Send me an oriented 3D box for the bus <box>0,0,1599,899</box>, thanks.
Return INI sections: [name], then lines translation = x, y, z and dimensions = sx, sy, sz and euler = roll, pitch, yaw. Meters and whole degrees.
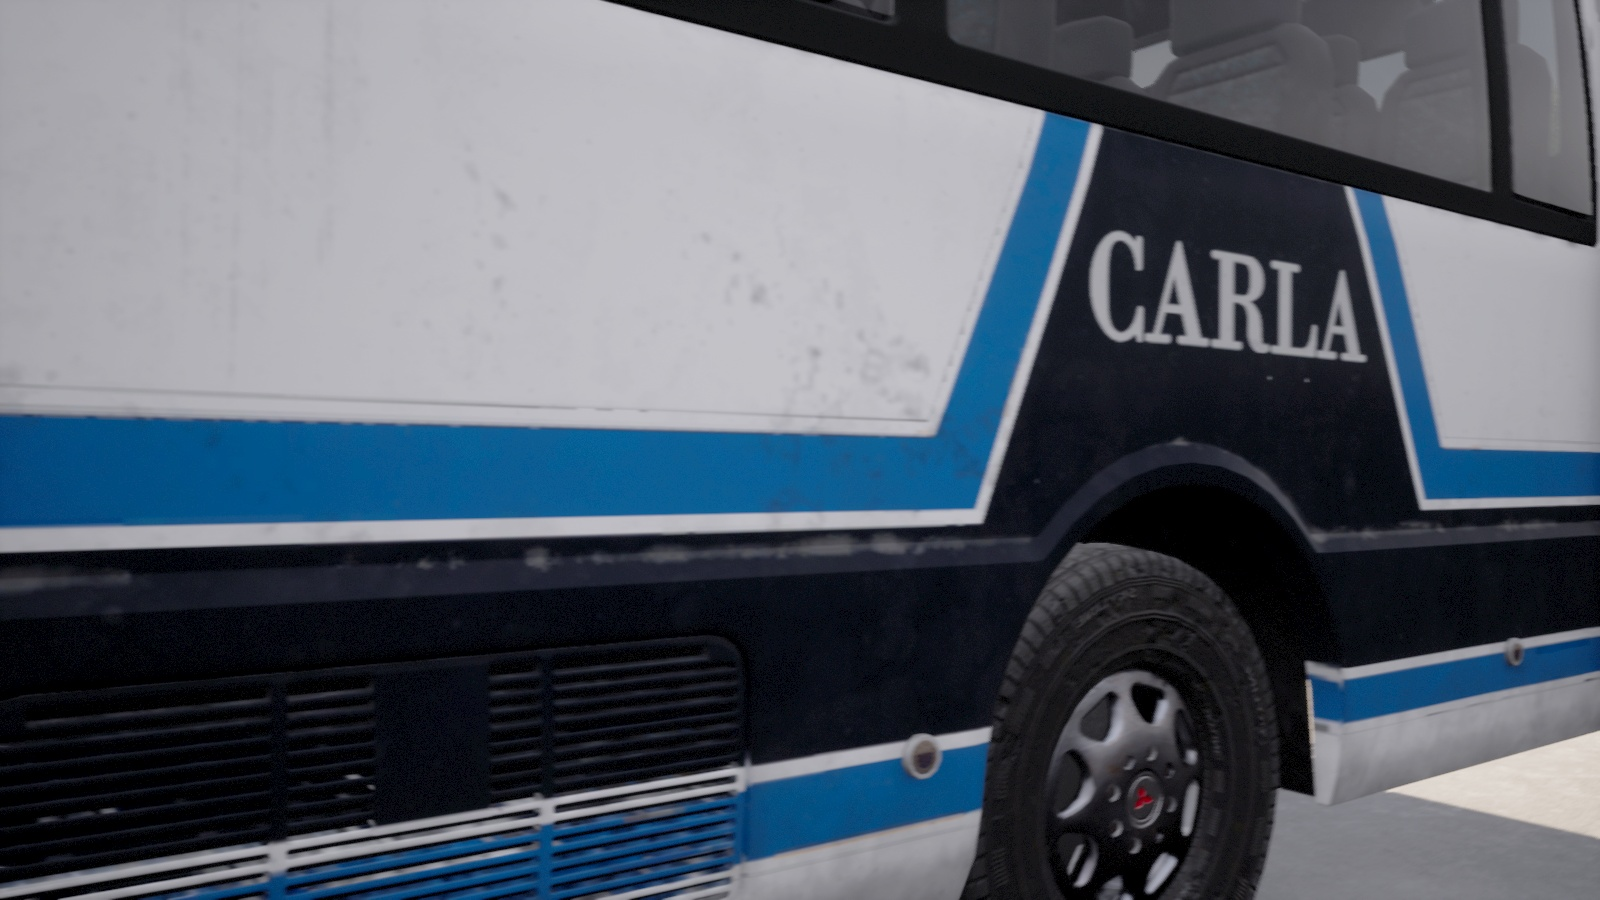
[bus]
translation = -2.179, -0.620, 2.759
dimensions = 10.273, 4.253, 3.944
euler = 1, -1, -36
